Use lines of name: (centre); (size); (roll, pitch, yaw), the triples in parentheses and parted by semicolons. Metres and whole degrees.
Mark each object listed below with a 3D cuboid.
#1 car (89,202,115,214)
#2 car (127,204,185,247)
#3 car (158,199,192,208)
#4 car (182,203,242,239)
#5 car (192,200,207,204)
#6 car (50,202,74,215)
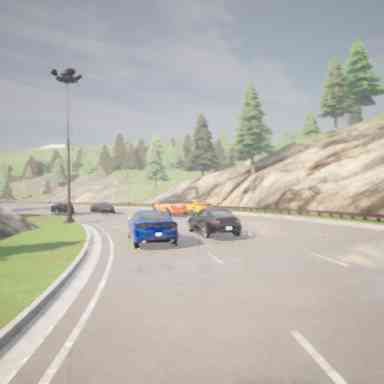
car: (-10.955, 1.936, 40.337); (1.994, 1.385, 4.181); (-1, 0, -35)
car: (-1.958, 1.571, 15.700); (1.882, 1.535, 5.008); (-1, 0, -15)
car: (-2.363, 1.513, 34.466); (2.097, 1.767, 4.553); (-1, 0, -31)
car: (1.091, 1.557, 17.736); (1.812, 1.442, 4.674); (-1, 0, -16)
car: (0.226, 1.589, 37.048); (1.882, 1.535, 5.008); (0, -1, -31)
car: (-16.397, 2.003, 41.883); (1.837, 1.490, 4.892); (0, -1, -38)
